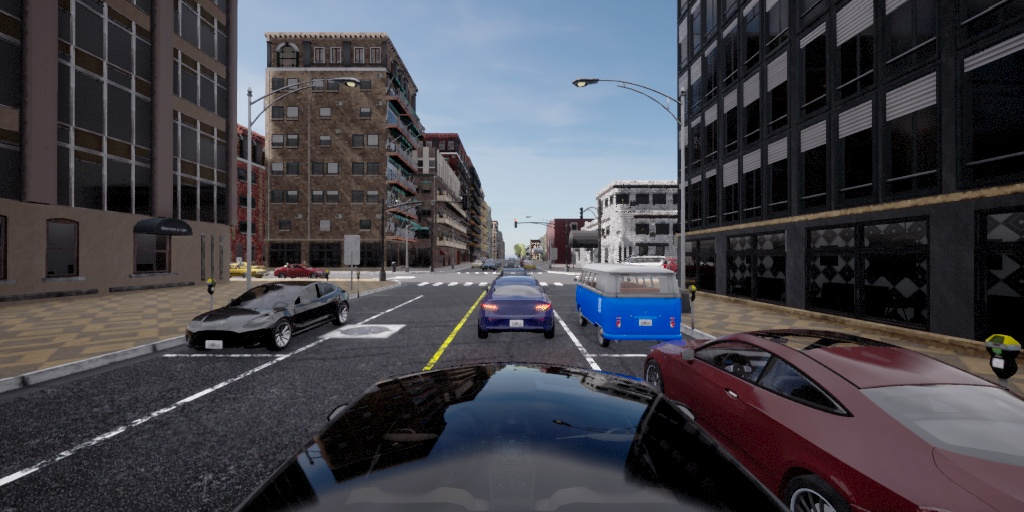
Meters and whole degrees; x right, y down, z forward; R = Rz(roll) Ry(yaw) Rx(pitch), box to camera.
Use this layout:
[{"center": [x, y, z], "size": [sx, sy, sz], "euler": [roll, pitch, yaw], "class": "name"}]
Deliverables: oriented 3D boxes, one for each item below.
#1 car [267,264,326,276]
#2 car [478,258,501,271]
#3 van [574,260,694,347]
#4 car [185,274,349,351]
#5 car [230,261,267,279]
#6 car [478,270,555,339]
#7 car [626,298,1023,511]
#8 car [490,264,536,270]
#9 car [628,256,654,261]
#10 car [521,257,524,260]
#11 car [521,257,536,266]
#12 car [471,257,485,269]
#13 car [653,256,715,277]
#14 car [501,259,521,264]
[{"center": [-17.470, 1.284, 29.805], "size": [4.207, 1.307, 1.802], "euler": [0, 0, 0], "class": "car"}, {"center": [-3.067, 1.329, 50.632], "size": [2.033, 1.411, 5.357], "euler": [0, 0, 3], "class": "car"}, {"center": [2.656, 1.092, 9.000], "size": [1.690, 1.789, 3.998], "euler": [0, 0, 0], "class": "van"}, {"center": [-5.691, 1.317, 9.025], "size": [1.948, 1.339, 4.313], "euler": [0, 0, 0], "class": "car"}, {"center": [-22.963, 1.216, 29.791], "size": [4.829, 1.417, 1.751], "euler": [0, 0, 0], "class": "car"}, {"center": [0.100, 1.277, 10.000], "size": [1.812, 1.442, 4.674], "euler": [0, 0, 0], "class": "car"}, {"center": [2.657, 1.332, 3.311], "size": [1.802, 1.307, 4.207], "euler": [0, 0, 0], "class": "car"}, {"center": [0.090, 1.318, 18.451], "size": [1.994, 1.385, 4.181], "euler": [0, 0, 0], "class": "car"}, {"center": [12.610, 1.033, 35.728], "size": [5.566, 2.045, 2.150], "euler": [0, 0, 2], "class": "car"}, {"center": [2.683, 1.382, 64.865], "size": [1.802, 1.307, 4.207], "euler": [0, 0, 0], "class": "car"}, {"center": [2.684, 1.311, 53.956], "size": [1.751, 1.417, 4.829], "euler": [0, 0, 0], "class": "car"}, {"center": [-5.697, 1.318, 59.153], "size": [1.751, 1.417, 4.829], "euler": [0, 0, 0], "class": "car"}, {"center": [14.916, 1.108, 29.886], "size": [5.009, 1.841, 2.192], "euler": [0, 0, 0], "class": "car"}, {"center": [-0.096, 1.380, 49.098], "size": [1.895, 1.301, 4.718], "euler": [0, 0, 2], "class": "car"}]
